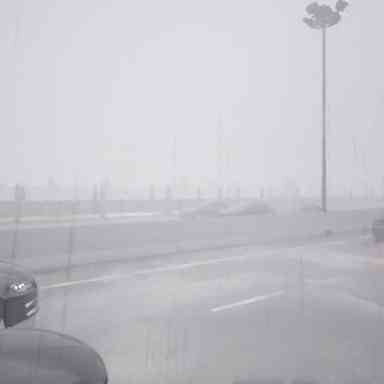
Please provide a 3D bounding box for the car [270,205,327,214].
[{"bbox_3d":[7.550,1.566,22.263,4.181,1.385,1.994,0,0,-35],"label":"car"}]

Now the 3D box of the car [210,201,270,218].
[{"bbox_3d":[3.990,1.479,24.025,5.008,1.535,1.882,0,0,-35],"label":"car"}]

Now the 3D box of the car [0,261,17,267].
[{"bbox_3d":[-4.822,1.491,4.605,4.902,1.511,2.128,0,0,-35],"label":"car"}]

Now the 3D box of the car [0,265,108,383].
[{"bbox_3d":[-2.766,1.526,1.773,4.674,1.442,1.812,0,0,-35],"label":"car"}]

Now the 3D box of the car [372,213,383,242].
[{"bbox_3d":[10.119,1.507,15.255,4.892,1.490,1.837,0,0,-35],"label":"car"}]

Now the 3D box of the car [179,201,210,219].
[{"bbox_3d":[1.250,1.506,26.371,4.892,1.490,1.837,0,0,-35],"label":"car"}]
